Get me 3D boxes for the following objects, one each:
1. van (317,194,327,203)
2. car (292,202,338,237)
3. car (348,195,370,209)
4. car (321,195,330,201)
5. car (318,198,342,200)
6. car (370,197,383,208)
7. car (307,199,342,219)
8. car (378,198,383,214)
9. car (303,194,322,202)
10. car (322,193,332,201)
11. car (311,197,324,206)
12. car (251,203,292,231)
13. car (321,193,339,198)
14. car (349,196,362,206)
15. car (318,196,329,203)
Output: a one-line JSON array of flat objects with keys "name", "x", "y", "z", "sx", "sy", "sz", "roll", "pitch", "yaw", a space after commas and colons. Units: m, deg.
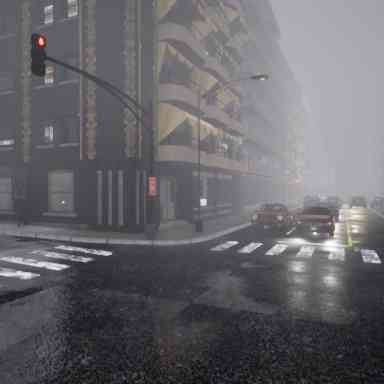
[{"name": "van", "x": 25.985, "y": 1.334, "z": 66.529, "sx": 1.690, "sy": 1.788, "sz": 3.998, "roll": 0, "pitch": 0, "yaw": 24}, {"name": "car", "x": 6.919, "y": 1.523, "z": 18.402, "sx": 1.812, "sy": 1.442, "sz": 4.674, "roll": 0, "pitch": 0, "yaw": 25}, {"name": "car", "x": 22.812, "y": 1.347, "z": 45.783, "sx": 2.097, "sy": 1.767, "sz": 4.553, "roll": 0, "pitch": 0, "yaw": 24}, {"name": "car", "x": 32.925, "y": 1.515, "z": 81.769, "sx": 1.752, "sy": 1.417, "sz": 4.829, "roll": 0, "pitch": 0, "yaw": 24}, {"name": "car", "x": 14.803, "y": 1.597, "z": 35.650, "sx": 1.895, "sy": 1.301, "sz": 4.718, "roll": 0, "pitch": 0, "yaw": 25}, {"name": "car", "x": 26.599, "y": 1.435, "z": 47.655, "sx": 1.967, "sy": 1.590, "sz": 4.097, "roll": 0, "pitch": 0, "yaw": 24}, {"name": "car", "x": 10.660, "y": 1.561, "z": 26.591, "sx": 1.994, "sy": 1.385, "sz": 4.181, "roll": 0, "pitch": 0, "yaw": 25}, {"name": "car", "x": 19.588, "y": 1.540, "z": 32.259, "sx": 1.887, "sy": 1.381, "sz": 4.507, "roll": 0, "pitch": 0, "yaw": 24}, {"name": "car", "x": 16.636, "y": 1.311, "z": 46.002, "sx": 2.192, "sy": 1.841, "sz": 5.009, "roll": 0, "pitch": 0, "yaw": 24}, {"name": "car", "x": 35.331, "y": 1.303, "z": 87.056, "sx": 2.192, "sy": 1.841, "sz": 5.009, "roll": 0, "pitch": 0, "yaw": 24}, {"name": "car", "x": 21.241, "y": 1.520, "z": 56.110, "sx": 1.752, "sy": 1.417, "sz": 4.829, "roll": 0, "pitch": 0, "yaw": 24}, {"name": "car", "x": 4.953, "y": 1.438, "z": 20.343, "sx": 1.967, "sy": 1.590, "sz": 4.097, "roll": 0, "pitch": 0, "yaw": 24}, {"name": "car", "x": 19.068, "y": 1.347, "z": 44.901, "sx": 2.097, "sy": 1.767, "sz": 4.553, "roll": 0, "pitch": 0, "yaw": 25}, {"name": "car", "x": 26.851, "y": 1.472, "z": 54.687, "sx": 1.882, "sy": 1.535, "sz": 5.008, "roll": 0, "pitch": 0, "yaw": 24}, {"name": "car", "x": 28.322, "y": 1.542, "z": 71.660, "sx": 2.008, "sy": 1.369, "sz": 4.403, "roll": 0, "pitch": 0, "yaw": 24}]
